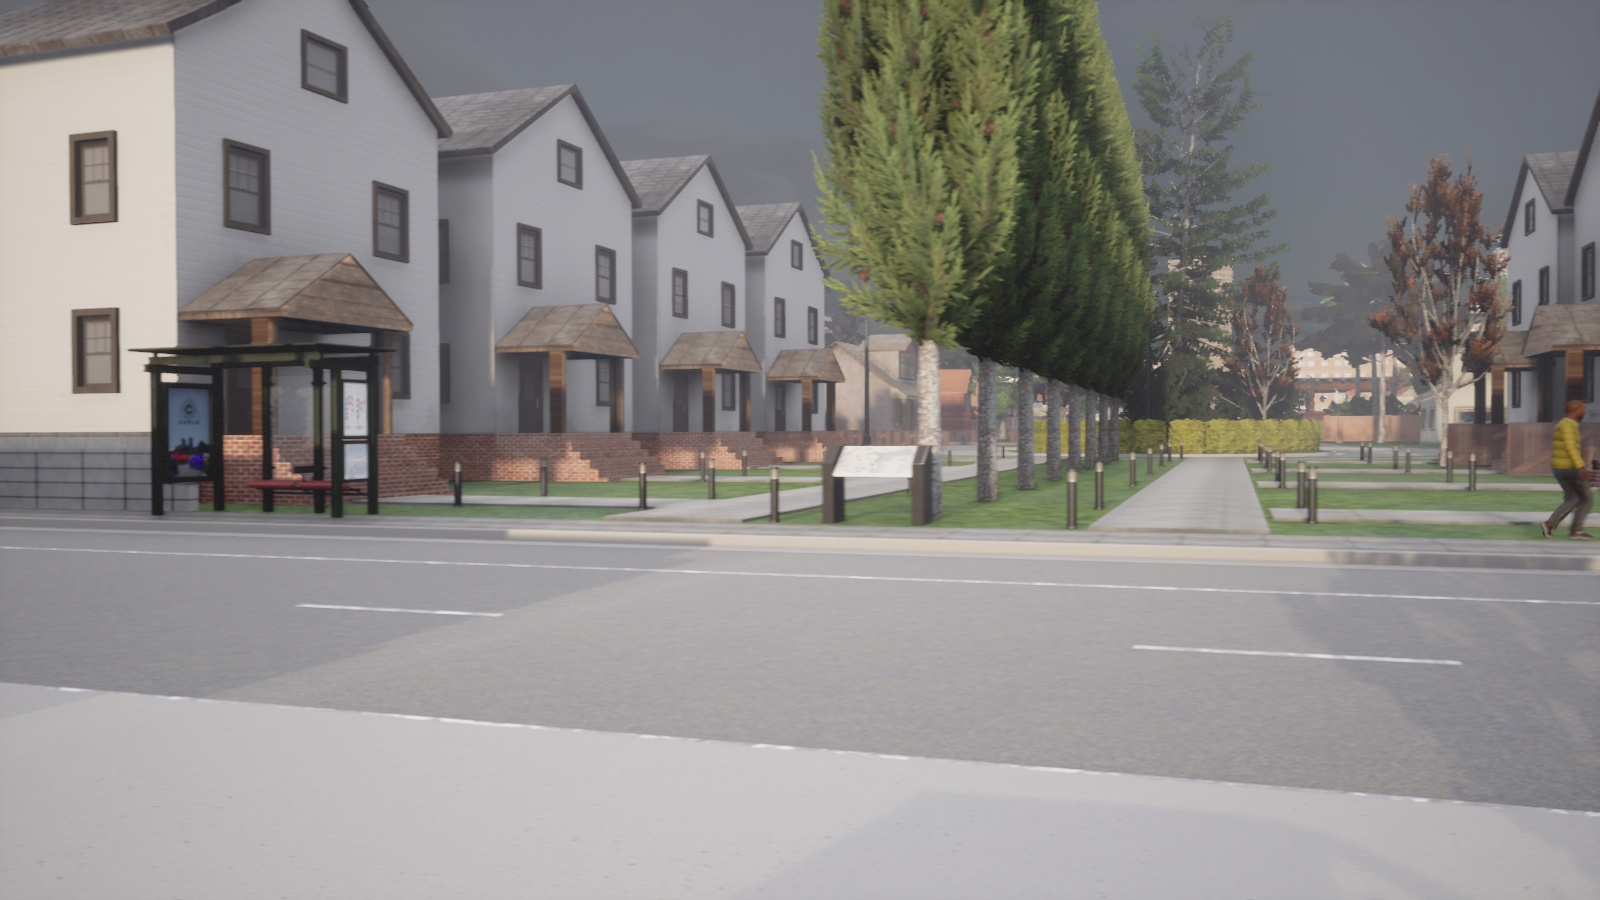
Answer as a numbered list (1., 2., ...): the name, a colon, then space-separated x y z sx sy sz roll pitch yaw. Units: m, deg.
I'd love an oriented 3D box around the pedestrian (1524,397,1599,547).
1. pedestrian: 9.525 0.267 15.712 0.726 1.835 0.370 1 1 19
